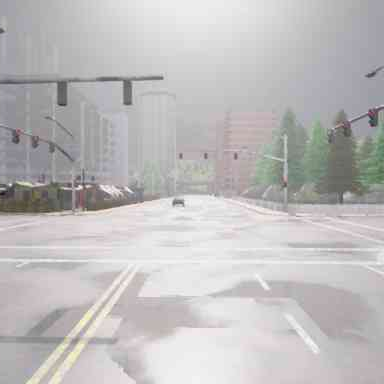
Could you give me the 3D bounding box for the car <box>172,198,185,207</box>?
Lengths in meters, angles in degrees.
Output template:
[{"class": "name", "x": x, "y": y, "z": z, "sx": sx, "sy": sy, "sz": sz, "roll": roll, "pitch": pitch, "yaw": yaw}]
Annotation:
[{"class": "car", "x": -2.135, "y": 1.530, "z": 52.784, "sx": 1.895, "sy": 1.301, "sz": 4.718, "roll": 0, "pitch": 0, "yaw": 2}]
